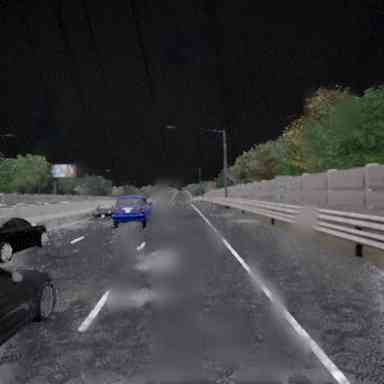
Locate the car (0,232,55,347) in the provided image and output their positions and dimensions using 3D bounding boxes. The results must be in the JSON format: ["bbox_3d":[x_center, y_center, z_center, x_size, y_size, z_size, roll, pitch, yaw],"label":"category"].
[{"bbox_3d":[-3.450,1.613,4.371,1.812,1.442,4.674,-2,0,-2],"label":"car"}]

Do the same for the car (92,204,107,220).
[{"bbox_3d":[-7.737,1.779,30.840,1.895,1.301,4.718,-2,0,-2],"label":"car"}]

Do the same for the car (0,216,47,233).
[{"bbox_3d":[-7.198,1.648,12.580,1.882,1.535,5.008,-2,0,-2],"label":"car"}]

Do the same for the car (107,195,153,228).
[{"bbox_3d":[-4.018,1.271,23.078,2.150,2.045,5.566,-2,0,-2],"label":"car"}]
